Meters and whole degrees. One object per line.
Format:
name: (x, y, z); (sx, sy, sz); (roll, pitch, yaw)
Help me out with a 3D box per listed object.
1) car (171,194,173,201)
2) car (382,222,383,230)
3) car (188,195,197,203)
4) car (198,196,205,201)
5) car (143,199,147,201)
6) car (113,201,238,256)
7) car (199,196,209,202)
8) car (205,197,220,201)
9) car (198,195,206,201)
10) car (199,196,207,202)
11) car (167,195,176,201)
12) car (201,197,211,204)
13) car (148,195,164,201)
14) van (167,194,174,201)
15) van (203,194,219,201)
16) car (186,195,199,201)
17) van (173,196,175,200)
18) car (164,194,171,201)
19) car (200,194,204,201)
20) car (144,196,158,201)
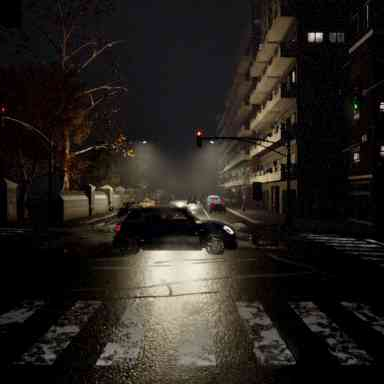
car: (-5.682, 1.508, 70.295); (1.967, 1.590, 4.097); (0, 0, 0)
car: (13.468, 1.604, 18.561); (5.009, 1.841, 2.192); (1, -1, -1)
car: (0.006, 1.444, 70.019); (1.837, 1.490, 4.892); (0, 0, 0)
car: (2.698, 1.700, 92.816); (1.802, 1.307, 4.206); (0, 0, 0)
car: (-5.685, 1.580, 30.884); (1.947, 1.339, 4.313); (0, 0, 0)
car: (-0.581, 1.352, 12.626); (4.553, 1.767, 2.097); (0, 0, 0)
car: (2.697, 1.629, 75.925); (2.008, 1.369, 4.403); (0, 0, 0)
car: (2.696, 1.564, 36.514); (1.887, 1.381, 4.507); (0, 0, 0)
car: (2.698, 1.544, 87.185); (1.967, 1.590, 4.097); (0, 0, 0)
car: (2.697, 1.635, 81.555); (1.887, 1.381, 4.507); (0, 0, 0)
car: (-5.682, 1.669, 92.815); (2.008, 1.369, 4.403); (0, 0, 0)
car: (2.697, 1.602, 64.665); (1.887, 1.381, 4.507); (0, 0, 0)
car: (-5.684, 1.347, 47.775); (2.192, 1.841, 5.009); (0, 0, 0)
van: (-5.682, 1.445, 87.185); (1.690, 1.788, 3.998); (0, 0, 0)
van: (2.697, 1.366, 42.145); (1.690, 1.788, 3.998); (0, 0, 0)
car: (0.004, 1.597, 59.600); (2.033, 1.411, 5.357); (0, 0, 0)
van: (-5.682, 1.432, 81.556); (1.690, 1.788, 3.998); (0, 0, 0)
car: (-5.683, 1.498, 64.666); (1.967, 1.590, 4.097); (0, 0, 0)
car: (2.697, 1.480, 53.405); (1.967, 1.590, 4.097); (0, 0, 0)
car: (-5.684, 1.550, 41.975); (1.752, 1.417, 4.829); (0, 0, 0)
